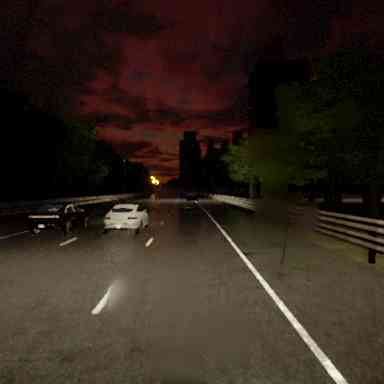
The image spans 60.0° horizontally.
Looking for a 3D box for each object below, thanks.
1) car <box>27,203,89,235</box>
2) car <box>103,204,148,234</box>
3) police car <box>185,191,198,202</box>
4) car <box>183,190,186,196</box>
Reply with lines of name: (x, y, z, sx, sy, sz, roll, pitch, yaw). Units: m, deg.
car: (-7.004, 1.359, 17.838, 2.128, 1.511, 4.902, 0, 0, -1)
car: (-3.505, 1.391, 18.107, 1.812, 1.442, 4.674, 0, 0, -1)
police car: (0.084, 0.969, 62.402, 1.930, 1.638, 5.238, 0, 0, -2)
car: (-0.447, 0.896, 78.355, 1.882, 1.535, 5.008, 0, 0, -2)
